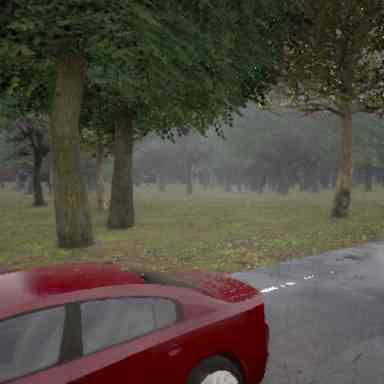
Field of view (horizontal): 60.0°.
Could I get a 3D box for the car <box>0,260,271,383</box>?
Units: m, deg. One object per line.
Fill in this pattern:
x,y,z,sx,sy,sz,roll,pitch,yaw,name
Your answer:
-1.509,1.468,2.856,5.008,1.535,1.882,-2,1,-35,car
